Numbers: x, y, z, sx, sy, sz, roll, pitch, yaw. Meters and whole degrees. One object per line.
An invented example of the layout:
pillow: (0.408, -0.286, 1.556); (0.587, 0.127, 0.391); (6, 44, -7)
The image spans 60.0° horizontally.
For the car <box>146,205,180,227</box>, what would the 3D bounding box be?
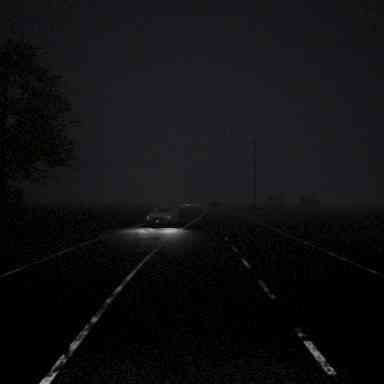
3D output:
car: (-2.012, 1.677, 24.142); (1.812, 1.442, 4.674); (0, 0, 7)

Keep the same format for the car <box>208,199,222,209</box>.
car: (3.501, 1.800, 51.714); (1.882, 1.535, 5.008); (0, 0, 0)

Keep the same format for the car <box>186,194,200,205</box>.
car: (0.002, 1.678, 72.593); (2.150, 2.045, 5.566); (0, 0, 0)
